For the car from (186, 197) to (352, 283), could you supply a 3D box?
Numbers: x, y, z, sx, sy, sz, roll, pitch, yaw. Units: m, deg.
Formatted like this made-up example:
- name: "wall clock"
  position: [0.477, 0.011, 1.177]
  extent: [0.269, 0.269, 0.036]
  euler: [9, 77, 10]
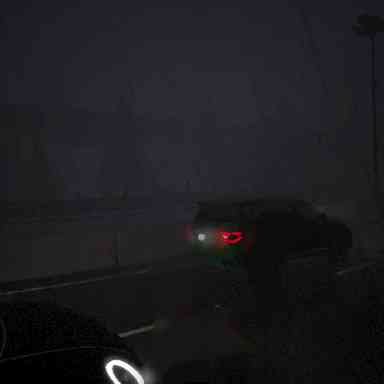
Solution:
- name: "car"
  position: [2.436, 1.159, 9.835]
  extent: [5.566, 2.045, 2.150]
  euler: [-2, 1, -36]

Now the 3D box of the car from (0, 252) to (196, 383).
- name: "car"
  position: [-2.458, 1.343, 2.002]
  extent: [4.553, 1.767, 2.097]
  euler: [1, 0, -35]
